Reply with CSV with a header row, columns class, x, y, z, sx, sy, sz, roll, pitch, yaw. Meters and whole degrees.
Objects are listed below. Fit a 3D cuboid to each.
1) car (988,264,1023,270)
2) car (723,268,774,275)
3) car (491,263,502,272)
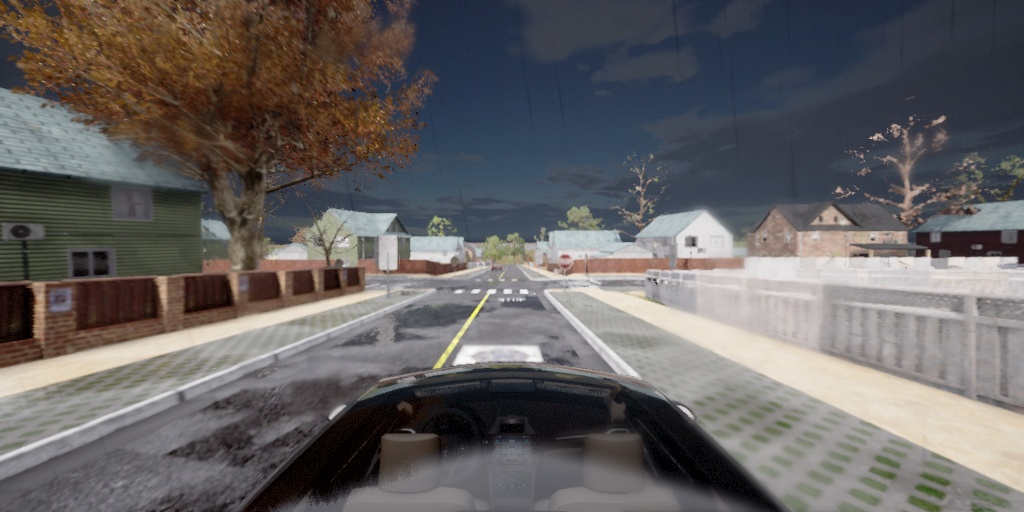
class,x,y,z,sx,sy,sz,roll,pitch,yaw
car,43.660,1.402,31.296,4.674,1.442,1.812,0,2,3
car,18.125,1.614,28.304,4.718,1.301,1.895,0,2,-3
car,-2.758,2.028,65.353,1.882,1.535,5.008,0,-1,0
